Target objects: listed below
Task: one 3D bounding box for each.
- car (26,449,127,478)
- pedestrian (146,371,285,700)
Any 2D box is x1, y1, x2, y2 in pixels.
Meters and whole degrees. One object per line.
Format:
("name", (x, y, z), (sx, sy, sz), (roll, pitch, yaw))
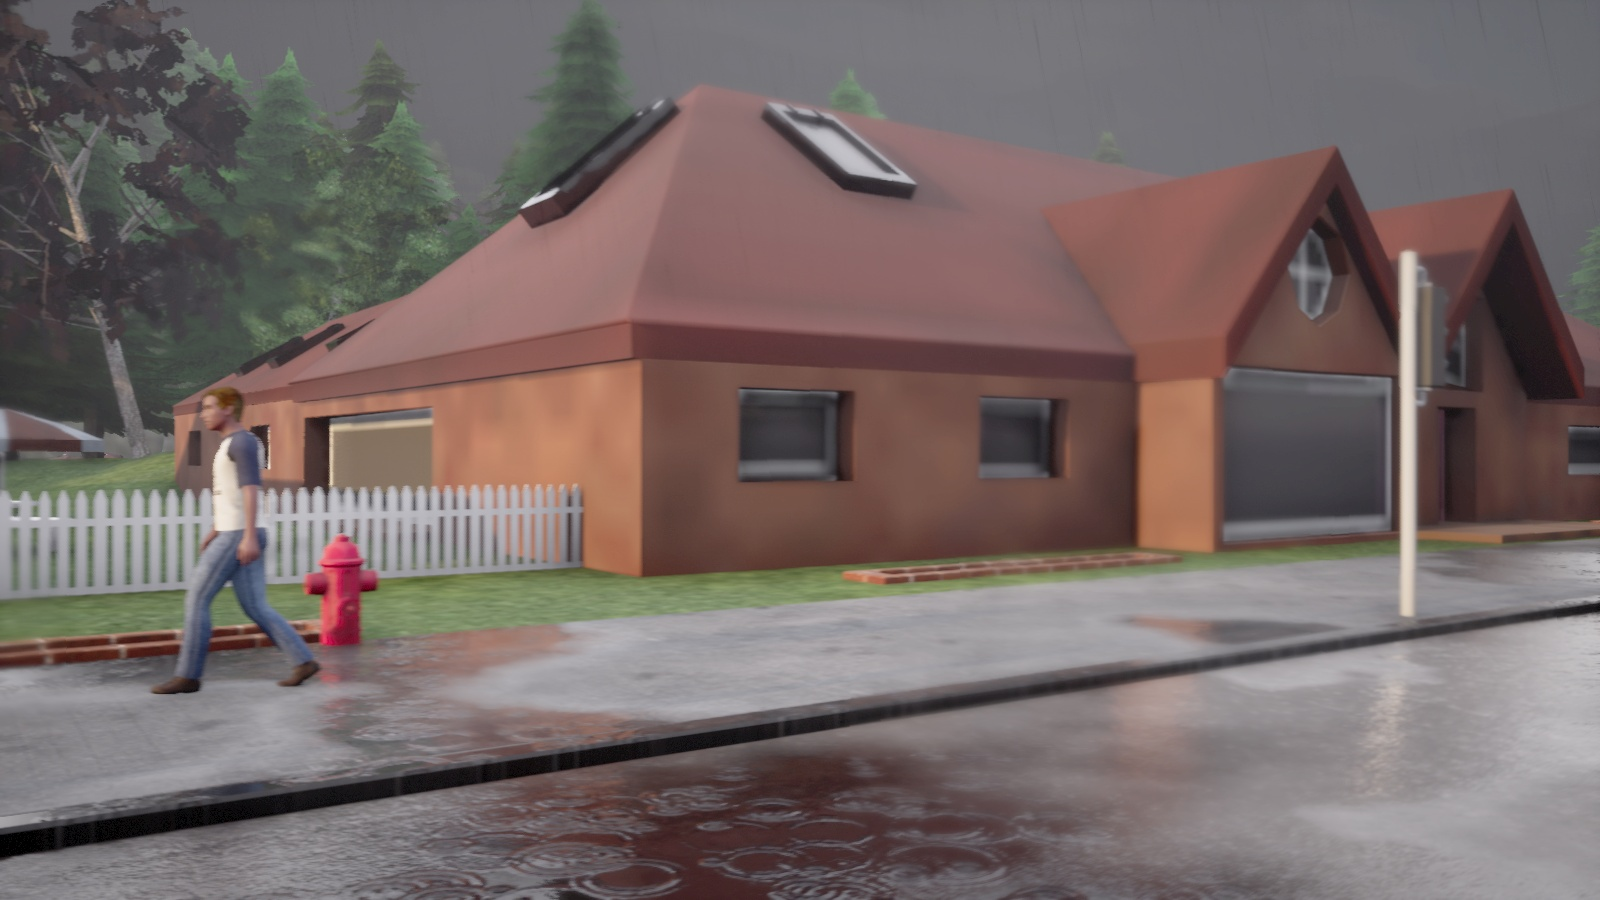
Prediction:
("car", (-42.910, 0.796, 74.531), (5.027, 1.651, 2.152), (0, 0, -35))
("pedestrian", (-3.376, 0.477, 7.284), (0.706, 1.836, 0.354), (0, 0, -20))
